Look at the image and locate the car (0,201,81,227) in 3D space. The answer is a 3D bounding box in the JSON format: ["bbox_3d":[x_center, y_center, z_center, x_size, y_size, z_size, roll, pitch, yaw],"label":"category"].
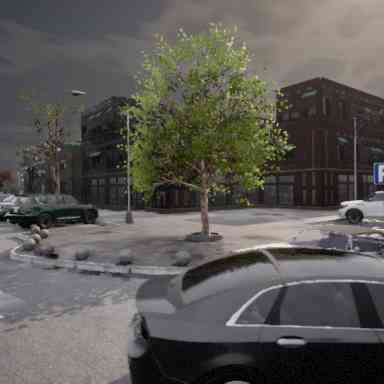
[{"bbox_3d":[-10.409,1.420,23.257,2.163,1.488,4.792,0,0,31],"label":"car"}]

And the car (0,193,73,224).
[{"bbox_3d":[-12.287,1.142,25.554,2.435,2.045,5.566,0,0,31],"label":"car"}]

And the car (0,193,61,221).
[{"bbox_3d":[-14.152,1.144,27.851,2.435,2.045,5.566,0,0,31],"label":"car"}]

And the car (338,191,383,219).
[{"bbox_3d":[12.041,0.914,20.521,5.566,2.045,2.435,-1,0,32],"label":"car"}]

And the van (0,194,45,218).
[{"bbox_3d":[-15.954,1.171,30.275,1.878,1.987,4.442,0,0,31],"label":"van"}]

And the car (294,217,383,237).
[{"bbox_3d":[3.164,1.483,7.652,4.718,1.301,1.895,-1,1,-25],"label":"car"}]

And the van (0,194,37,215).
[{"bbox_3d":[-17.820,1.174,32.572,1.878,1.987,4.442,0,0,31],"label":"van"}]

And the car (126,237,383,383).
[{"bbox_3d":[1.765,1.458,3.709,4.892,1.490,1.837,0,3,0],"label":"car"}]

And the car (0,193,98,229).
[{"bbox_3d":[-8.539,1.137,21.017,2.435,2.045,5.566,0,0,31],"label":"car"}]
